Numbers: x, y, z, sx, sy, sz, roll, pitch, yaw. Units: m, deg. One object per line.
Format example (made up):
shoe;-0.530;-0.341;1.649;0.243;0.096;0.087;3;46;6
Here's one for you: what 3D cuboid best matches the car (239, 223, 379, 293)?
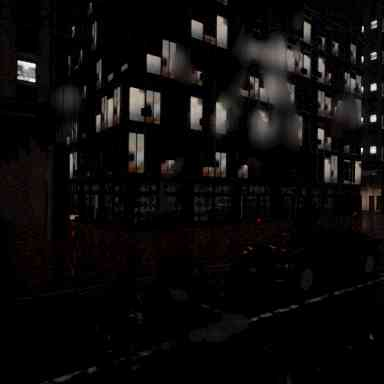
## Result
car;3.227;1.546;8.853;4.507;1.381;1.887;0;1;-36
